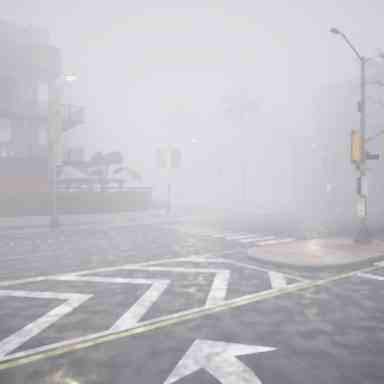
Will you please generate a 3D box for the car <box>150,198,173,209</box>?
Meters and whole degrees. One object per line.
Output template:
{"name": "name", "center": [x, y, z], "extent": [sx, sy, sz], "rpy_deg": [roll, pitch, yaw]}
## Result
{"name": "car", "center": [-4.623, 1.551, 45.048], "extent": [2.033, 1.411, 5.357], "rpy_deg": [0, 0, -35]}
